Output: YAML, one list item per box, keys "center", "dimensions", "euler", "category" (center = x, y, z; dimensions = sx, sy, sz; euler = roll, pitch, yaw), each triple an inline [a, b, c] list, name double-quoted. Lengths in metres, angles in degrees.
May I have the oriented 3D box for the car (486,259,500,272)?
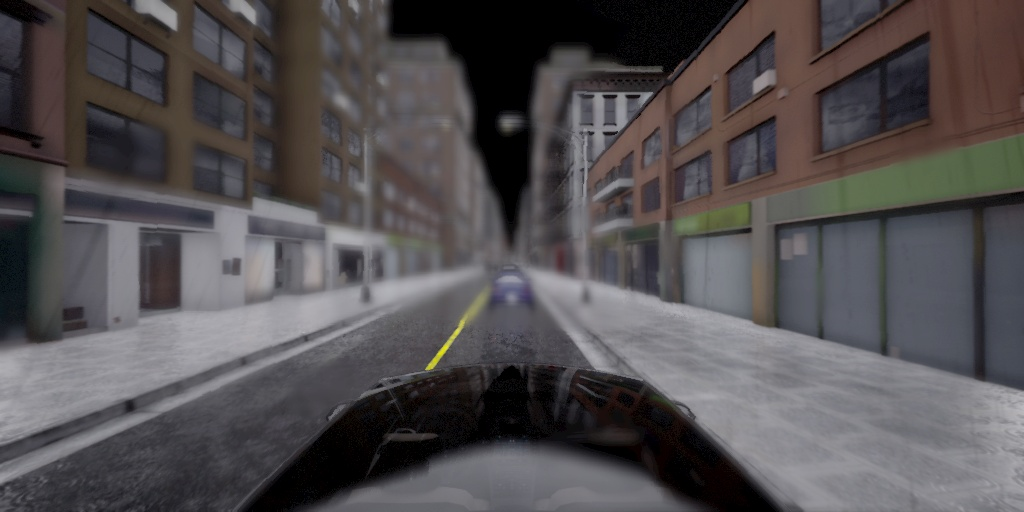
- center: [-3.087, 1.543, 59.149]
  dimensions: [2.150, 2.045, 5.566]
  euler: [0, 0, 0]
  category: "car"

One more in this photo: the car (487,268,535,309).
- center: [0.017, 1.423, 15.723]
  dimensions: [1.812, 1.442, 4.674]
  euler: [0, 0, 0]
  category: "car"

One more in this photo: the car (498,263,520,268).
- center: [0.008, 1.556, 30.329]
  dimensions: [1.837, 1.490, 4.892]
  euler: [0, 0, 0]
  category: "car"
